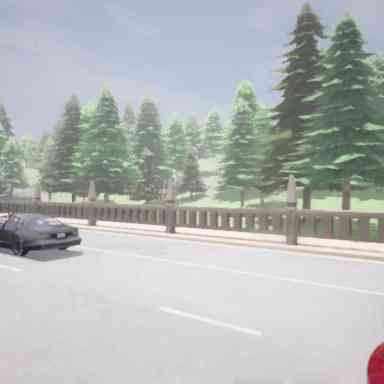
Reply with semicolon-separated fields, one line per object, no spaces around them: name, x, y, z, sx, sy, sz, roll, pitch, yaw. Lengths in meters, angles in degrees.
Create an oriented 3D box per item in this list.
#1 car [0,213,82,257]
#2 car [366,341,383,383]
car;-6.577;1.545;12.976;5.357;1.411;2.033;0;0;35
car;3.547;1.479;1.463;5.008;1.535;1.882;0;0;35
